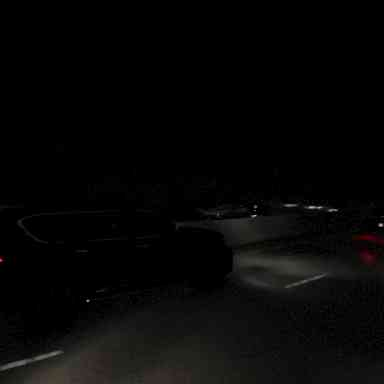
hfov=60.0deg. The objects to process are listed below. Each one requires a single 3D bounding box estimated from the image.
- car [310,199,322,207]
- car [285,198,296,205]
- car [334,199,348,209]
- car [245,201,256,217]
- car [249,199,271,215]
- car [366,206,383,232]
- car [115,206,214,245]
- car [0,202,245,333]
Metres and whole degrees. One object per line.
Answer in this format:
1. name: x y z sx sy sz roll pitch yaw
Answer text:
1. car: 22.714 2.000 61.114 1.994 1.385 4.181 0 -1 17
2. car: 21.861 2.129 73.800 1.994 1.385 4.181 0 -1 10
3. car: 22.731 1.825 50.782 2.128 1.511 4.902 0 0 22
4. car: 2.720 1.633 25.606 1.812 1.442 4.674 0 0 42
5. car: 6.966 1.539 36.484 2.097 1.767 4.553 0 -1 35
6. car: 11.843 1.585 19.814 2.128 1.511 4.902 0 0 42
7. car: -1.246 1.560 16.809 4.892 1.490 1.837 0 0 -43
8. car: -1.642 1.242 7.099 5.566 2.045 2.150 0 0 -38
